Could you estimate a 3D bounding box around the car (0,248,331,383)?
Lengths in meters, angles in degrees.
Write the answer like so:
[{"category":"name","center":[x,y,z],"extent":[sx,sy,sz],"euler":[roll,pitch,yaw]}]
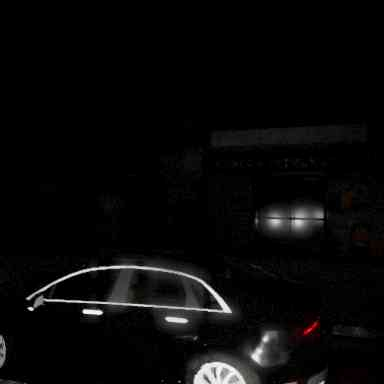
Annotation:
[{"category":"car","center":[-0.787,1.547,4.477],"extent":[4.892,1.490,1.837],"euler":[0,-1,17]}]
